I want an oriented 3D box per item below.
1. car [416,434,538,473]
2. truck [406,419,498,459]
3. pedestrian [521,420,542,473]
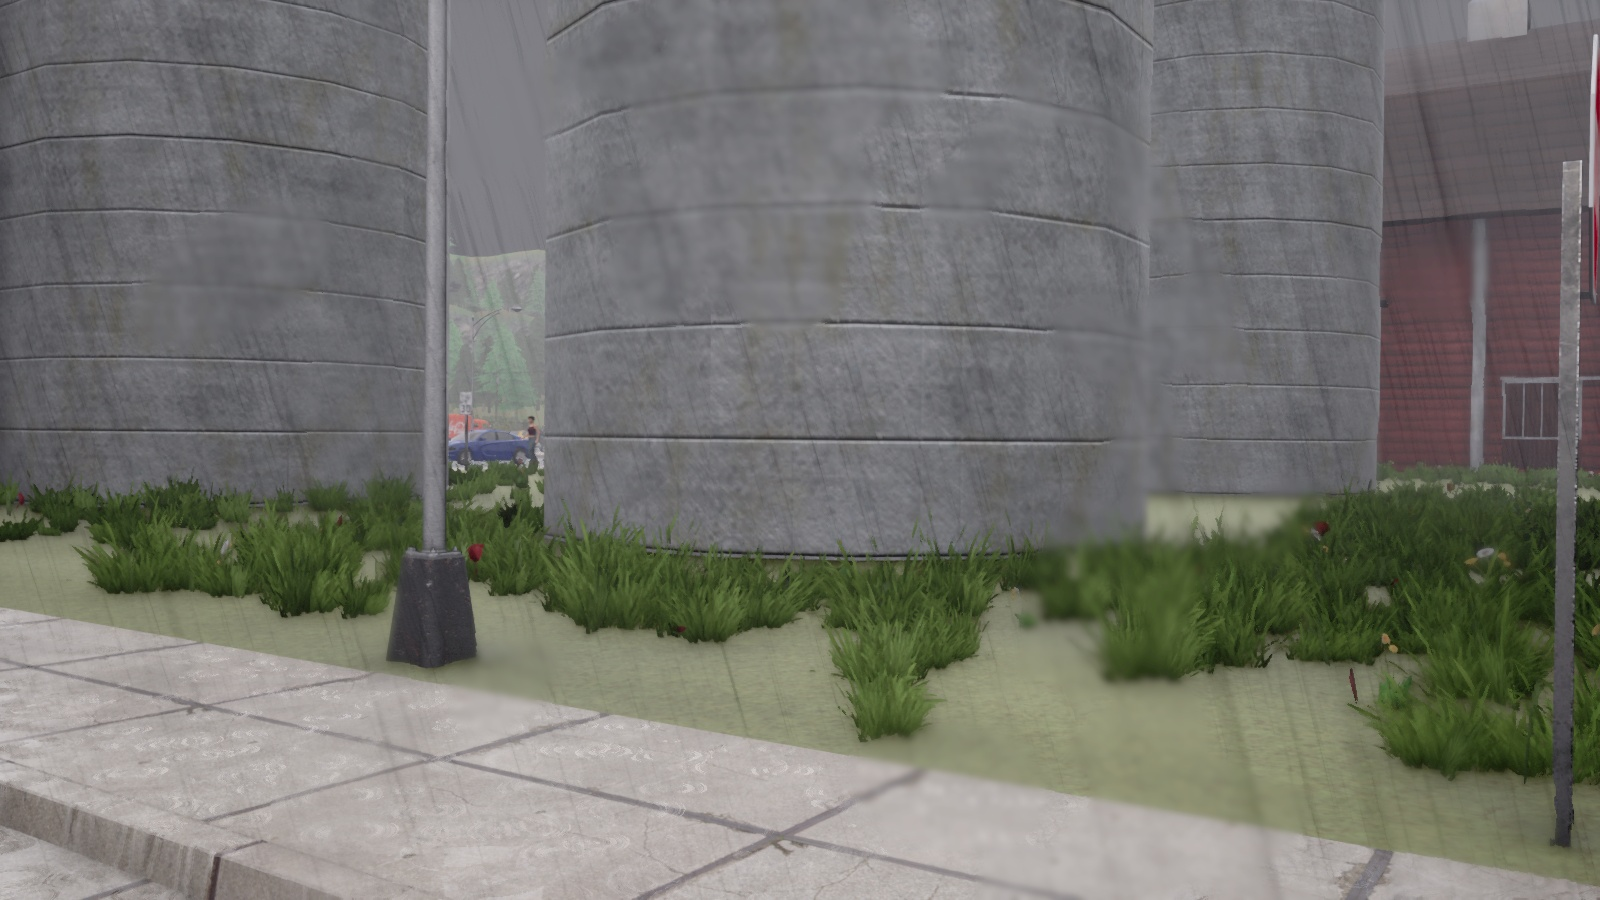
[{"bbox_3d":[-13.506,0.111,52.799,1.882,1.535,5.008,0,1,33],"label":"car"},{"bbox_3d":[-22.275,-0.666,80.584,2.627,2.467,5.204,0,0,33],"label":"truck"},{"bbox_3d":[-9.341,-0.126,43.714,0.594,1.836,0.345,-1,1,-43],"label":"pedestrian"}]
